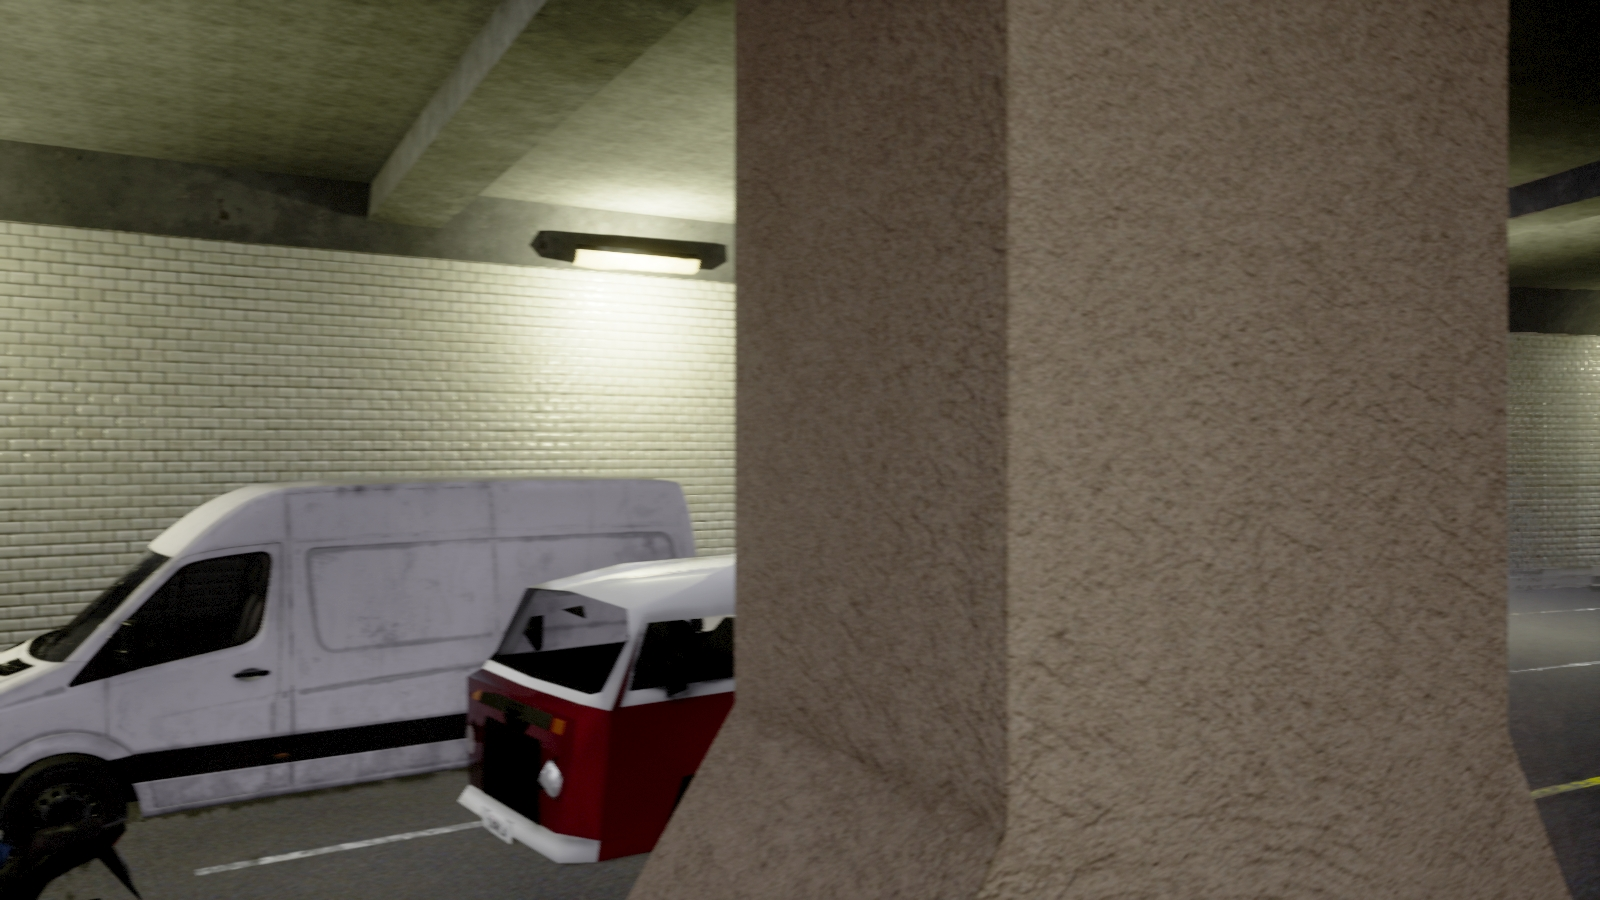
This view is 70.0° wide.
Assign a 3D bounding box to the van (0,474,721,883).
[{"bbox_3d":[-3.749,1.531,9.443,5.915,2.561,1.988,0,0,-31],"label":"van"}]

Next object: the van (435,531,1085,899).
[{"bbox_3d":[-0.132,1.780,8.501,4.480,2.038,2.069,0,0,-39],"label":"van"}]

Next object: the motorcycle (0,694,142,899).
[{"bbox_3d":[-4.134,2.031,5.103,2.033,1.505,0.803,0,0,-33],"label":"motorcycle"}]
